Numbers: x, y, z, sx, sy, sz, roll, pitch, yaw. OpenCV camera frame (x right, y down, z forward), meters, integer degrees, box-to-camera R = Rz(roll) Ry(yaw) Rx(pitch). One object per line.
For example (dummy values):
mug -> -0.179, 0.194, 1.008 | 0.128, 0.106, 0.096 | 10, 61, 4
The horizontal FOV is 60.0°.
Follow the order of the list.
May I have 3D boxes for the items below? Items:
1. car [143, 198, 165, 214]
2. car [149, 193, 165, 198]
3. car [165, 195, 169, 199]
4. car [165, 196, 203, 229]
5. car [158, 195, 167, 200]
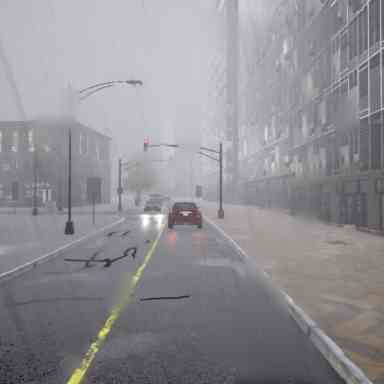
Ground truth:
car -> -4.228, 1.599, 36.174 | 1.895, 1.301, 4.718 | 0, 0, -4
car -> -5.952, 1.215, 54.980 | 2.150, 2.045, 5.566 | 0, 0, -6
car -> -6.063, 1.454, 77.371 | 1.882, 1.535, 5.008 | 0, 0, -9
car -> -0.533, 1.356, 21.928 | 2.097, 1.767, 4.553 | 0, 0, -4
car -> -7.787, 1.405, 87.671 | 1.895, 1.301, 4.718 | 0, 0, -11
